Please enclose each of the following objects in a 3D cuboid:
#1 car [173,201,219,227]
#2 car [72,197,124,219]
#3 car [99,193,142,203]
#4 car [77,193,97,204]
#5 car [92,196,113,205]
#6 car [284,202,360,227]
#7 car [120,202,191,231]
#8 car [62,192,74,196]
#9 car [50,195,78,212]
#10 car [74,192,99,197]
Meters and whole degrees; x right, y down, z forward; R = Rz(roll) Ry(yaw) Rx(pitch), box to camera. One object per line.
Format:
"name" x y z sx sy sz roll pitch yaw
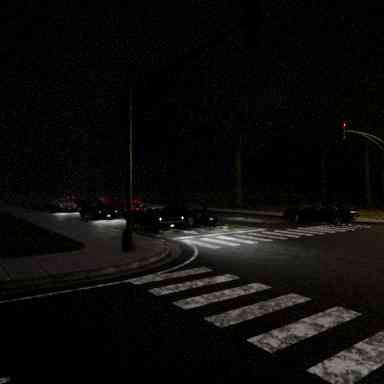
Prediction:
"car" -0.219 1.410 22.818 1.882 1.535 5.008 0 0 -35
"car" -8.035 1.454 28.051 2.033 1.411 5.357 0 0 -36
"car" -6.460 1.117 31.410 2.150 2.045 5.566 0 0 -36
"car" -18.779 1.164 59.593 2.097 1.767 4.553 0 0 -36
"car" -14.569 1.350 53.840 1.812 1.442 4.674 0 0 -36
"car" 8.613 1.432 22.408 4.902 1.511 2.128 0 1 43
"car" -2.369 1.542 20.242 1.895 1.301 4.718 0 0 -36
"car" -21.443 1.039 57.730 2.150 2.045 5.566 0 0 -36
"car" -14.076 1.401 36.377 1.812 1.442 4.674 0 0 -36
"car" -15.626 1.187 49.813 2.097 1.767 4.553 0 0 -35
